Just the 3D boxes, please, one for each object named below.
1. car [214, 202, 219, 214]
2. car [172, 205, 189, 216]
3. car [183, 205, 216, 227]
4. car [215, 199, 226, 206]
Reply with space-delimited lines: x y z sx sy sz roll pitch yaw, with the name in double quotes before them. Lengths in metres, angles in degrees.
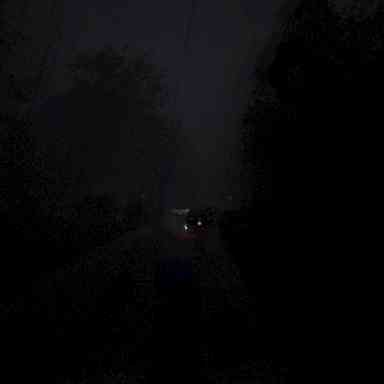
"car" 2.197 2.254 41.982 1.895 1.301 4.718 0 -1 7
"car" -1.111 2.168 39.146 1.895 1.301 4.718 0 -1 7
"car" 0.657 1.900 24.968 1.895 1.301 4.718 0 -1 4
"car" 6.686 2.606 79.254 2.150 2.045 5.566 0 -1 15
